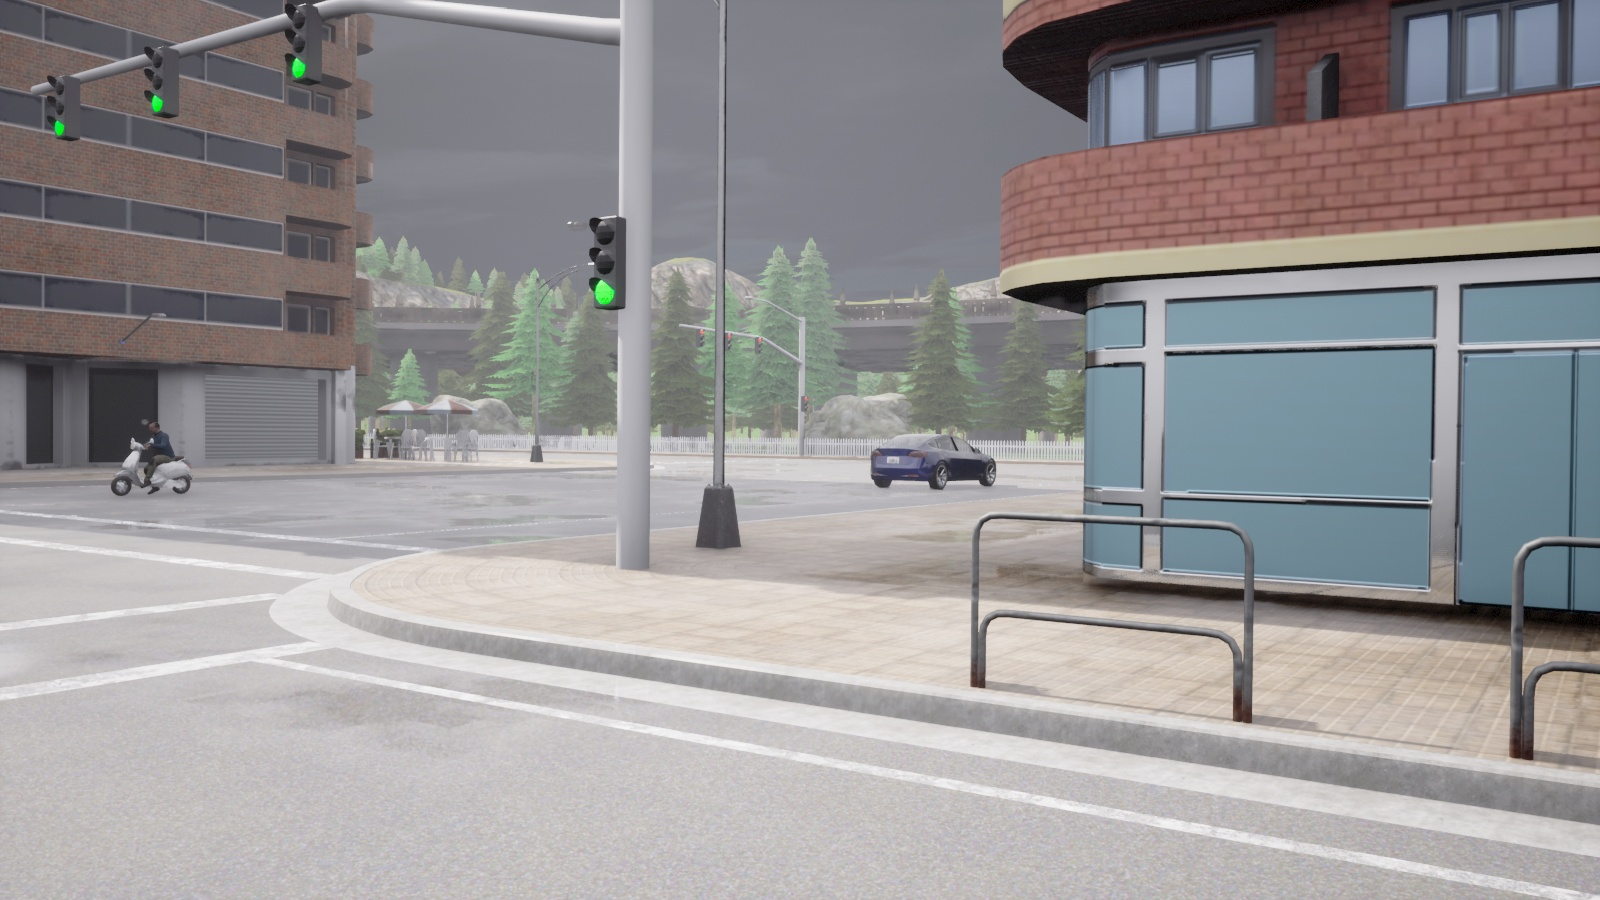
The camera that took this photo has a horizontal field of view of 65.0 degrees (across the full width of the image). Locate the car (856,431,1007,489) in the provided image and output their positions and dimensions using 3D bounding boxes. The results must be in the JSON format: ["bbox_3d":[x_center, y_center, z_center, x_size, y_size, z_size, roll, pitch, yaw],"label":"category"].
[{"bbox_3d":[3.731,0.222,34.811,2.163,1.488,4.792,0,1,34],"label":"car"}]

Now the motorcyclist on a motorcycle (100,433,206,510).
[{"bbox_3d":[-14.009,0.439,27.231,0.866,1.590,1.817,0,1,34],"label":"motorcyclist on a motorcycle"}]
